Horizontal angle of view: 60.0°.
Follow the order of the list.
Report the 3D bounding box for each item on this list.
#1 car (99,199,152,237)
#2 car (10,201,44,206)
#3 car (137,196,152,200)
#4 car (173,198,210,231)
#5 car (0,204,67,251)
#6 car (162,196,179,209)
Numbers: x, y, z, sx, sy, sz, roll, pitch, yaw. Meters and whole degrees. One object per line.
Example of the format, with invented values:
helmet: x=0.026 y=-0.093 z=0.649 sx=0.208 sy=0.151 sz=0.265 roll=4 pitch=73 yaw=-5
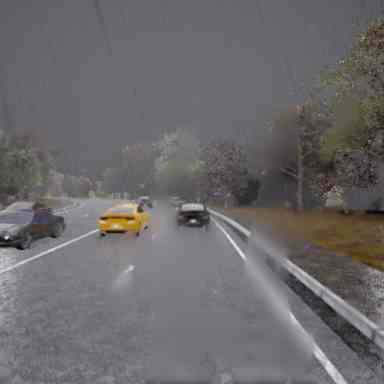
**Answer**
car: x=-3.442 y=1.367 z=17.458 sx=1.882 sy=1.535 sz=5.008 roll=0 pitch=0 yaw=-1
car: x=-10.566 y=1.334 z=21.146 sx=1.882 sy=1.535 sz=5.008 roll=0 pitch=0 yaw=-1
car: x=-6.035 y=1.232 z=41.128 sx=1.837 sy=1.490 sz=4.892 roll=1 pitch=0 yaw=-14
car: x=0.018 y=1.352 z=19.866 sx=1.882 sy=1.535 sz=5.008 roll=0 pitch=0 yaw=-1
car: x=-7.085 y=1.461 z=14.075 sx=2.033 sy=1.411 sz=5.357 roll=0 pitch=0 yaw=0
car: x=-2.517 y=1.258 z=41.365 sx=2.128 sy=1.511 sz=4.902 roll=1 pitch=0 yaw=-14
